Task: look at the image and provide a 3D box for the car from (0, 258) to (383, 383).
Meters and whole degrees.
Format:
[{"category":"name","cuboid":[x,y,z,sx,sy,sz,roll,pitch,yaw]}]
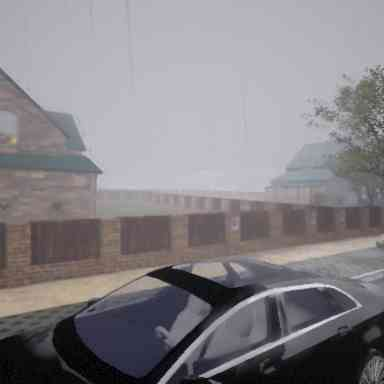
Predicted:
[{"category":"car","cuboid":[0.104,1.499,3.145,4.902,1.511,2.128,0,0,-36]}]
